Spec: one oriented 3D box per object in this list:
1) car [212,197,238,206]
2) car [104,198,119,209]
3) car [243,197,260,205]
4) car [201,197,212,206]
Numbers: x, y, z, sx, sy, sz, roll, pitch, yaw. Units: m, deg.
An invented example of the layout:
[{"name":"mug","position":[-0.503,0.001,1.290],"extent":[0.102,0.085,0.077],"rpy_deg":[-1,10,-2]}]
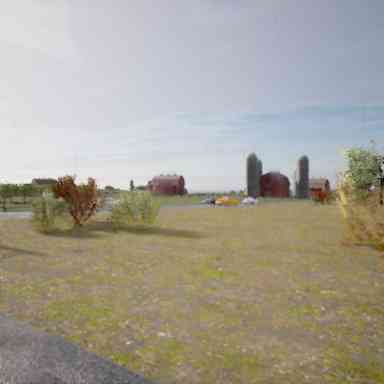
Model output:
[{"name":"car","position":[5.989,1.603,56.634],"extent":[1.882,1.535,5.008],"rpy_deg":[0,-1,37]},{"name":"car","position":[-10.701,1.402,39.563],"extent":[1.812,1.442,4.674],"rpy_deg":[0,-1,36]},{"name":"car","position":[11.414,1.753,64.256],"extent":[1.812,1.442,4.674],"rpy_deg":[0,-1,36]},{"name":"car","position":[3.447,1.632,59.191],"extent":[2.128,1.511,4.902],"rpy_deg":[0,-1,36]}]
